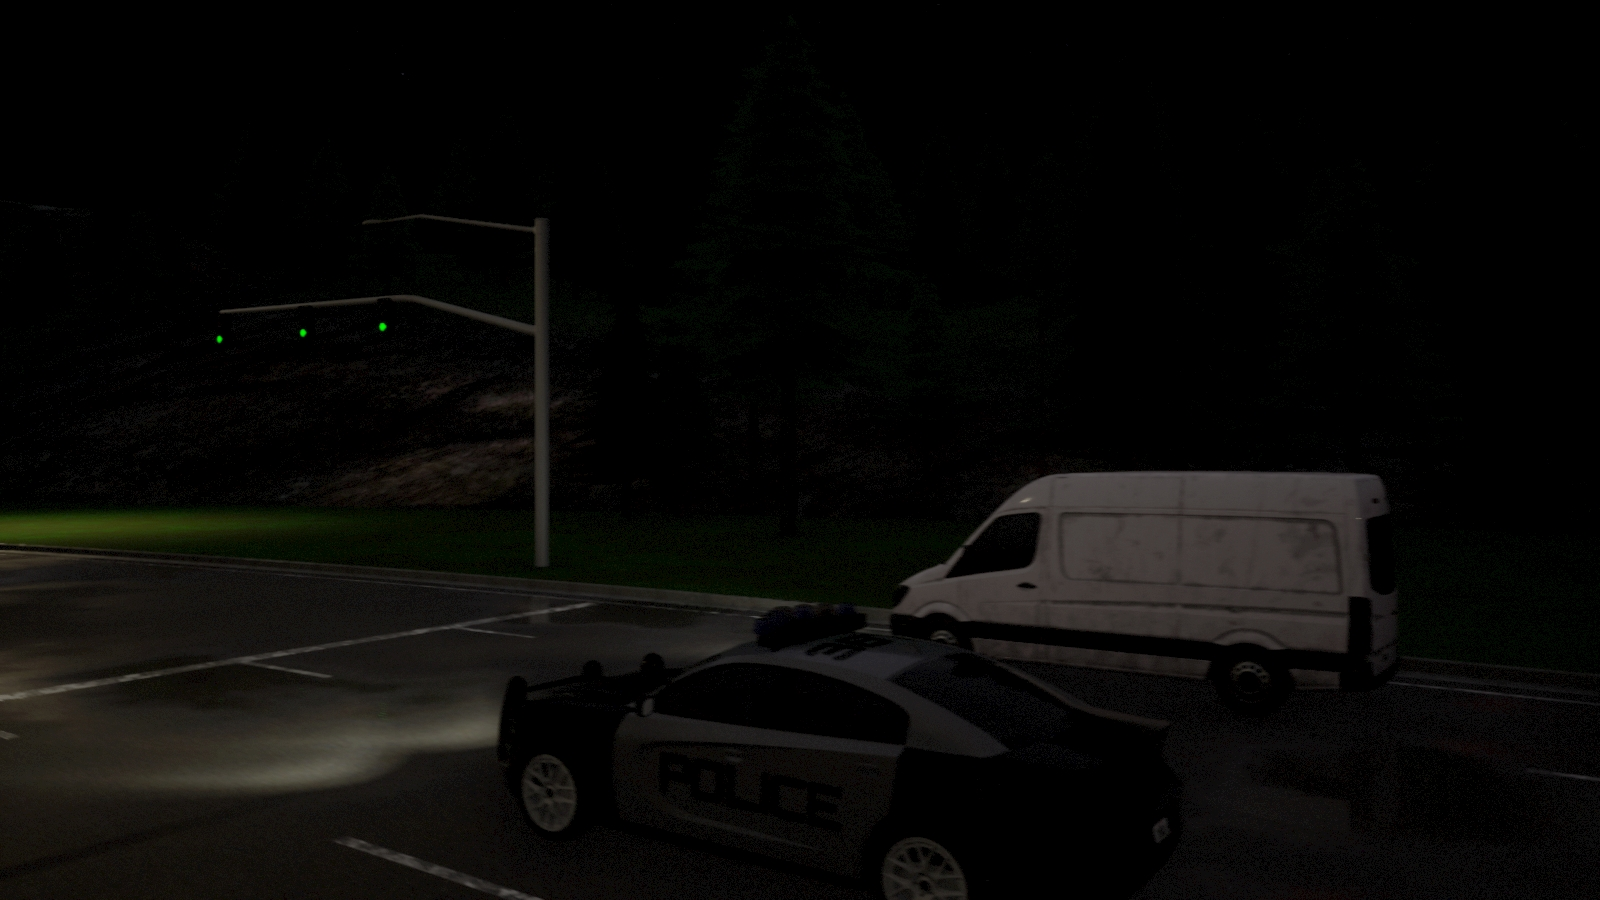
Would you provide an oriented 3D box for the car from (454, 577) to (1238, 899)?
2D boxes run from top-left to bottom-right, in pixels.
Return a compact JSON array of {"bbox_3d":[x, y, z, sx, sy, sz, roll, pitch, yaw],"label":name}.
[{"bbox_3d":[0.110,1.981,8.096,5.238,1.638,2.097,0,0,35],"label":"car"}]

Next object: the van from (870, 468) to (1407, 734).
[{"bbox_3d":[3.888,1.533,13.841,5.915,2.561,1.988,0,0,35],"label":"van"}]
